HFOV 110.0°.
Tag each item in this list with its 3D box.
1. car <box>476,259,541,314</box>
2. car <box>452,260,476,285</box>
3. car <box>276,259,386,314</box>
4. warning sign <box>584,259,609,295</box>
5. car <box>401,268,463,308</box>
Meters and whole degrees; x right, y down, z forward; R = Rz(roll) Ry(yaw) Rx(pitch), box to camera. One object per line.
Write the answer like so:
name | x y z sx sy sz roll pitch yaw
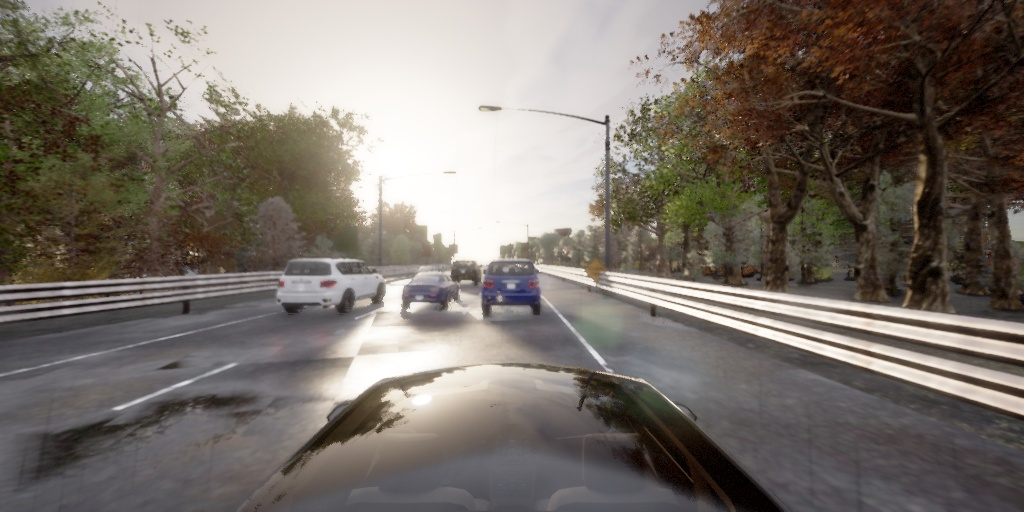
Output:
car | -0.038 1.123 14.686 2.150 2.045 5.566 0 0 0
car | -3.734 1.311 29.717 2.150 2.045 5.566 0 0 -1
car | -7.037 1.122 14.641 2.150 2.045 5.566 0 0 0
warning sign | 4.465 1.066 18.917 1.300 1.860 1.060 0 0 -1
car | -3.533 1.439 15.985 1.812 1.442 4.674 0 0 0
